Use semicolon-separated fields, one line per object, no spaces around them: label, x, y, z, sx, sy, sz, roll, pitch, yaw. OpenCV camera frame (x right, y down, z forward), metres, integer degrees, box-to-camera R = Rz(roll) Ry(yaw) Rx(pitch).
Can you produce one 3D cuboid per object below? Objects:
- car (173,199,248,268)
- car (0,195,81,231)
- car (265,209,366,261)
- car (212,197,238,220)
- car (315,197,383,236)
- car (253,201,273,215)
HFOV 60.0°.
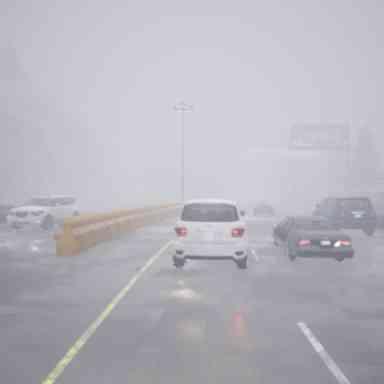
car;0.674;1.237;11.493;2.150;2.045;5.566;0;0;5
car;-9.087;1.220;21.054;2.150;2.045;5.566;0;0;8
car;4.222;1.574;12.440;2.033;1.411;5.357;0;0;5
car;3.005;1.394;29.470;2.097;1.767;4.553;0;0;9
car;8.501;1.268;18.957;2.150;2.045;5.566;0;0;8
car;7.177;1.585;33.644;1.812;1.442;4.674;0;0;9
